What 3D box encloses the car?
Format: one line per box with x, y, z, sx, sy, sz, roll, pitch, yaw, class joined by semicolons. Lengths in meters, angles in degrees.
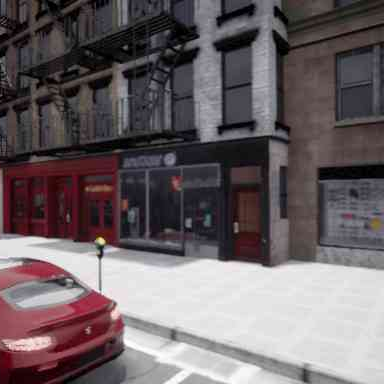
-2.779;1.630;4.789;4.206;1.307;1.802;-1;0;35;car
